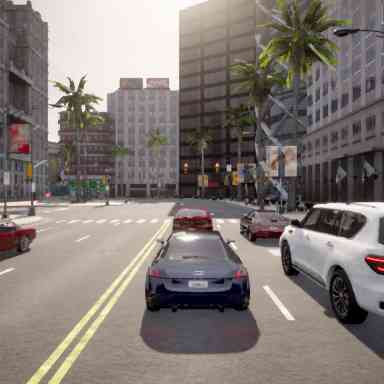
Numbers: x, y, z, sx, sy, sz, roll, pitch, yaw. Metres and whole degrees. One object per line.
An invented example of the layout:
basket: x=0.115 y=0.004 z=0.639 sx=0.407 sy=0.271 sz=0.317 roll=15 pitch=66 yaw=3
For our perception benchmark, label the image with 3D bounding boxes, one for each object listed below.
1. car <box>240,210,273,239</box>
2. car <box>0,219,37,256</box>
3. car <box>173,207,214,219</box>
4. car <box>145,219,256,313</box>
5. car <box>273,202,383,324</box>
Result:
car: x=3.593 y=1.564 z=16.635 sx=1.994 sy=1.385 sz=4.181 roll=0 pitch=0 yaw=0
car: x=-7.073 y=1.601 z=10.941 sx=1.895 sy=1.301 sz=4.718 roll=0 pitch=0 yaw=0
car: x=0.086 y=1.478 z=16.756 sx=1.882 sy=1.535 sz=5.008 roll=0 pitch=0 yaw=2
car: x=0.087 y=1.562 z=7.770 sx=1.994 sy=1.385 sz=4.181 roll=0 pitch=0 yaw=-1
car: x=3.599 y=1.221 z=7.270 sx=2.150 sy=2.045 sz=5.566 roll=0 pitch=0 yaw=0
